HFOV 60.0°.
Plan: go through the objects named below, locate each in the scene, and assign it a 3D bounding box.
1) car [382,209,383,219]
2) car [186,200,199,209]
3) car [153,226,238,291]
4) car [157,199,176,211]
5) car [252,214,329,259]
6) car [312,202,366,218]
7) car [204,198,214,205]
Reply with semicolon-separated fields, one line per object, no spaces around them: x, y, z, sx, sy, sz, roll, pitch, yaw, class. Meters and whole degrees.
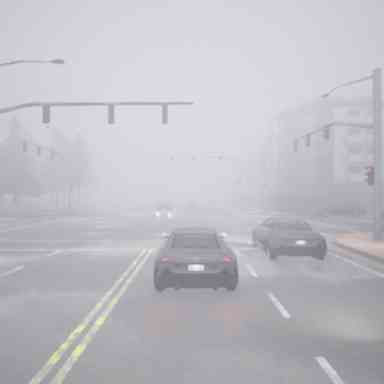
18.563;1.687;28.482;4.892;1.490;1.837;0;0;-2;car
0.105;1.895;51.940;1.994;1.385;4.181;0;0;0;car
0.065;1.623;9.220;1.994;1.385;4.181;0;0;-1;car
-3.579;1.811;44.629;1.812;1.442;4.674;0;0;0;car
3.589;1.646;12.941;1.994;1.385;4.181;0;0;0;car
14.069;1.695;31.871;4.902;1.511;2.128;0;0;-1;car
3.507;1.893;68.833;2.128;1.511;4.902;0;0;0;car
